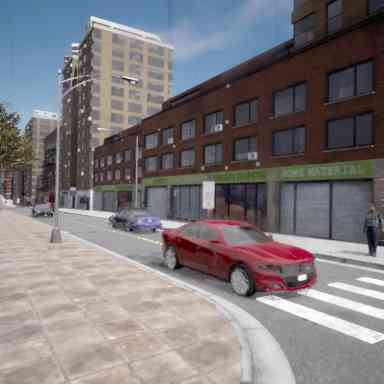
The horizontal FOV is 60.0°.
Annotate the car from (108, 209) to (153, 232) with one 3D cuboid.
[{"bbox_3d":[-3.901,1.818,22.130,2.033,1.411,5.357,1,-2,-32],"label":"car"}]

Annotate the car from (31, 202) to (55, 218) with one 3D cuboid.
[{"bbox_3d":[-16.309,2.047,36.222,2.033,1.411,5.357,1,-2,-32],"label":"car"}]

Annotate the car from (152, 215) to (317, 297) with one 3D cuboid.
[{"bbox_3d":[0.953,1.524,8.997,1.882,1.535,5.008,1,-1,-32],"label":"car"}]

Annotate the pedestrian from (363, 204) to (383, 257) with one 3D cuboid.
[{"bbox_3d":[6.263,1.299,11.575,0.375,1.860,0.375,1,0,-32],"label":"pedestrian"}]

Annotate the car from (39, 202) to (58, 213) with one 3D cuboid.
[{"bbox_3d":[-21.801,2.307,50.290,1.882,1.535,5.008,1,-2,-32],"label":"car"}]
